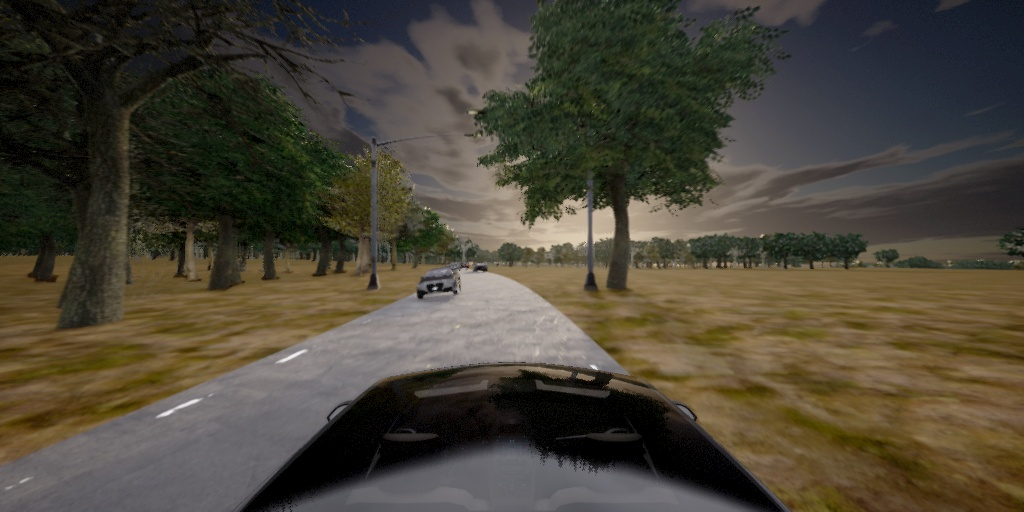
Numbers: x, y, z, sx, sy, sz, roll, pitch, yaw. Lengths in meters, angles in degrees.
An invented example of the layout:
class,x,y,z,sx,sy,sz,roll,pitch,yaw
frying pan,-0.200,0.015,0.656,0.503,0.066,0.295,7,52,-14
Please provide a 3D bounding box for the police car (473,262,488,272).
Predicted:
class,x,y,z,sx,sy,sz,roll,pitch,yaw
police car,-5.222,1.766,59.102,1.930,1.638,5.238,1,-1,-13

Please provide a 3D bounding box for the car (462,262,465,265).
class,x,y,z,sx,sy,sz,roll,pitch,yaw
car,-9.517,1.834,59.615,2.128,1.511,4.902,1,-1,-12

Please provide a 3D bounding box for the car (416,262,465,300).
class,x,y,z,sx,sy,sz,roll,pitch,yaw
car,-3.751,1.327,18.867,1.994,1.385,4.181,-7,1,-3
